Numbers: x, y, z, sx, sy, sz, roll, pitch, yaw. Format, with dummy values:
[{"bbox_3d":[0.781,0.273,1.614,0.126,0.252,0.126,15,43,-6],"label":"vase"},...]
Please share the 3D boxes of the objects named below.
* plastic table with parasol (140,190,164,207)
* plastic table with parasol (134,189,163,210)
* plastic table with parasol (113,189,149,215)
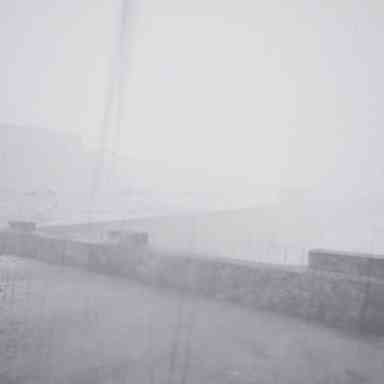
[{"bbox_3d":[-6.011,0.904,49.830,2.482,2.480,2.482,0,0,36],"label":"plastic table with parasol"},{"bbox_3d":[-5.325,0.908,40.840,2.482,2.480,2.482,0,0,36],"label":"plastic table with parasol"},{"bbox_3d":[-6.103,0.910,33.153,2.482,2.480,2.482,0,0,36],"label":"plastic table with parasol"}]
